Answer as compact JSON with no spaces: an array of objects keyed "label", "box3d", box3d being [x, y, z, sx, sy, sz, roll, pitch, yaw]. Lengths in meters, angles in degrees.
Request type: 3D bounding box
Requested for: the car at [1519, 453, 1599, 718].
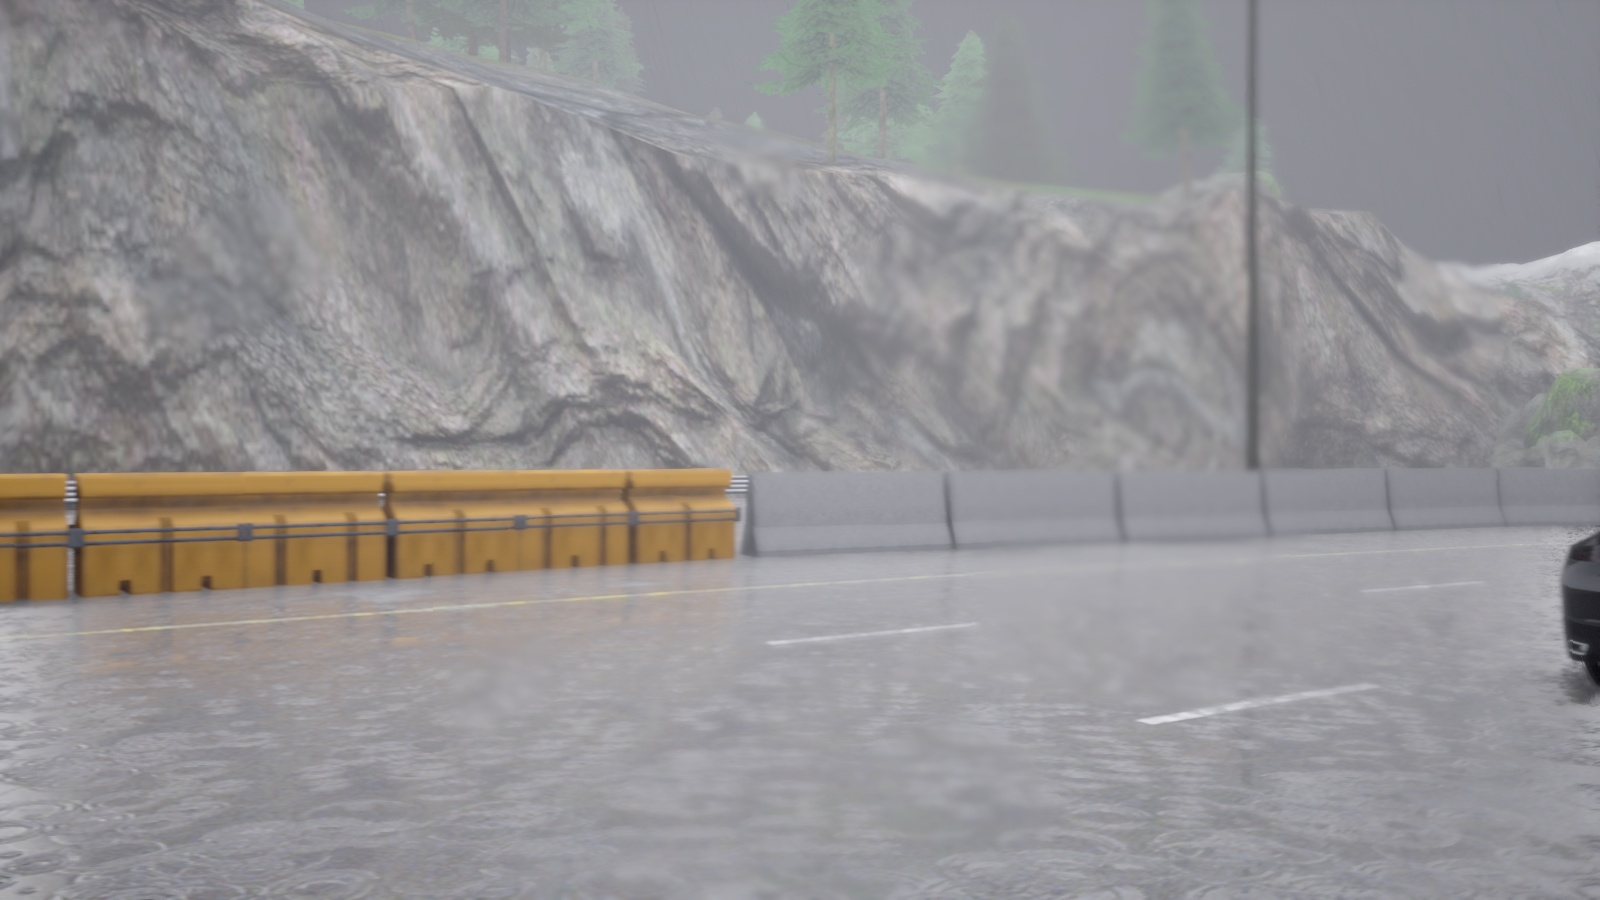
[{"label":"car","box3d":[6.852,0.752,7.884,4.892,1.490,1.837,0,-1,-30]}]
